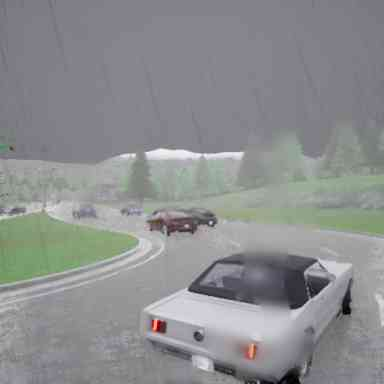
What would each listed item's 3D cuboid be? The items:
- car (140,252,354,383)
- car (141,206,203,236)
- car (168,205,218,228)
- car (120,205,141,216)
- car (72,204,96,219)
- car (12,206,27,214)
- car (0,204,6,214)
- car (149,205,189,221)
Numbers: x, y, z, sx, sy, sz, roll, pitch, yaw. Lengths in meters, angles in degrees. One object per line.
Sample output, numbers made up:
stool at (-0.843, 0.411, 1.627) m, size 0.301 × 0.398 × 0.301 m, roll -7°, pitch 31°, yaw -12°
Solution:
car at (1.401, 1.692, 5.633) m, size 1.895 × 1.301 × 4.718 m, roll -1°, pitch -1°, yaw 35°
car at (-1.450, 1.902, 21.548) m, size 1.882 × 1.535 × 5.008 m, roll 1°, pitch -2°, yaw -27°
car at (0.011, 1.987, 25.805) m, size 1.837 × 1.490 × 4.892 m, roll 1°, pitch -2°, yaw -34°
car at (-8.560, 2.532, 46.448) m, size 2.033 × 1.411 × 5.357 m, roll 0°, pitch -1°, yaw -27°
car at (-12.979, 2.280, 39.964) m, size 2.097 × 1.767 × 4.553 m, roll 0°, pitch -1°, yaw -29°
car at (-30.892, 3.145, 59.597) m, size 1.895 × 1.301 × 4.718 m, roll 0°, pitch -1°, yaw -20°
car at (-34.206, 2.921, 58.458) m, size 2.097 × 1.767 × 4.553 m, roll 0°, pitch -1°, yaw -20°
car at (-2.576, 2.197, 35.965) m, size 2.128 × 1.511 × 4.902 m, roll 0°, pitch -1°, yaw -32°
